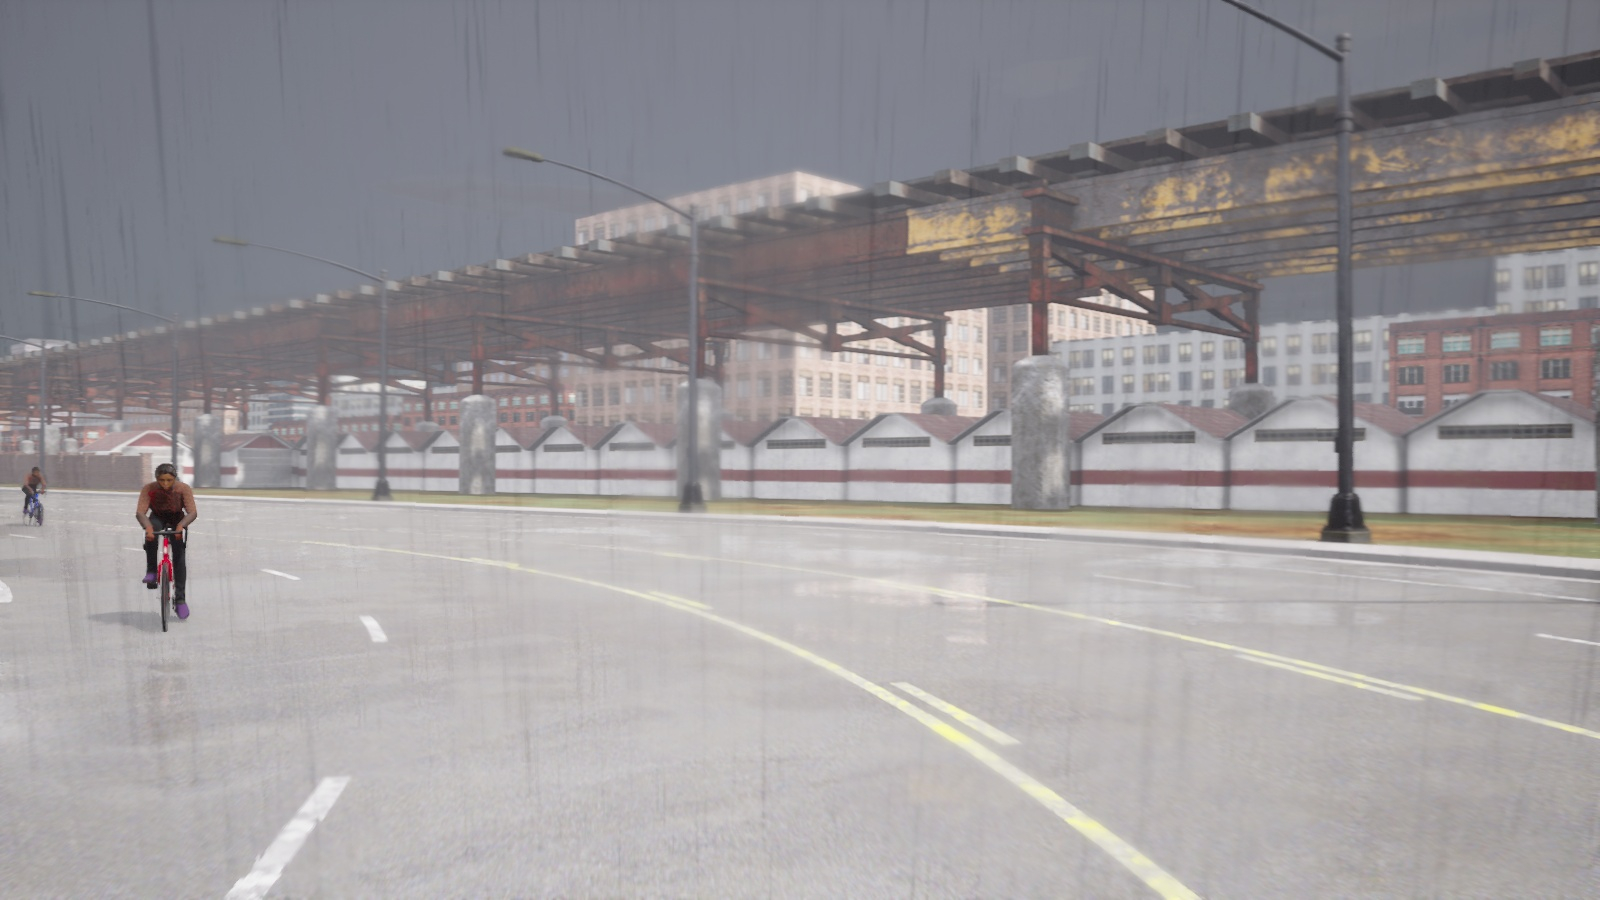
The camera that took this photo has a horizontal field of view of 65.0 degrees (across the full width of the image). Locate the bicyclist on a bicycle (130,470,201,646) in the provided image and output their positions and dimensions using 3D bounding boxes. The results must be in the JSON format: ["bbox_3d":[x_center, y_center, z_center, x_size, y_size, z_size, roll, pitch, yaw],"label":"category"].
[{"bbox_3d":[-6.277,1.009,12.474,0.582,1.620,1.656,0,-1,-25],"label":"bicyclist on a bicycle"}]

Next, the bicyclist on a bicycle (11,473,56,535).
[{"bbox_3d":[-20.676,1.442,33.855,1.656,1.620,0.582,-1,-1,42],"label":"bicyclist on a bicycle"}]
